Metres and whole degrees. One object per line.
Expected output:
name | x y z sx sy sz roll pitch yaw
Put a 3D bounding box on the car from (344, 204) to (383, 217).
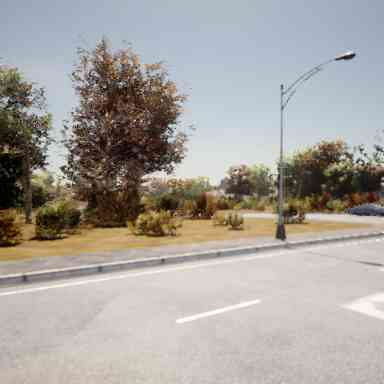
car | 21.379 2.211 40.425 2.033 1.411 5.357 1 -2 -32
